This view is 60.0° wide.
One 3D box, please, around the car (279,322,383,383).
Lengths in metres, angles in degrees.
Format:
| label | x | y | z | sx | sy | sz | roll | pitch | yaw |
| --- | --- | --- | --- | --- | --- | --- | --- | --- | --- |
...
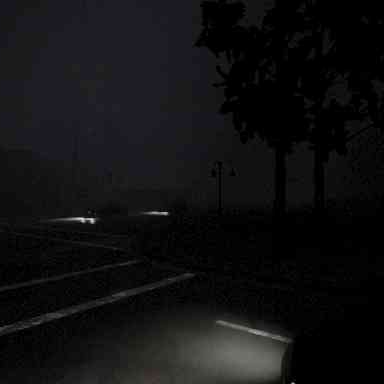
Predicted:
| label | x | y | z | sx | sy | sz | roll | pitch | yaw |
| --- | --- | --- | --- | --- | --- | --- | --- | --- | --- |
| car | 2.850 | 1.526 | 1.942 | 4.674 | 1.442 | 1.812 | 0 | 0 | 36 |

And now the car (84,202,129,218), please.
| label | x | y | z | sx | sy | sz | roll | pitch | yaw |
| --- | --- | --- | --- | --- | --- | --- | --- | --- | --- |
| car | -7.708 | 1.564 | 30.267 | 1.994 | 1.385 | 4.181 | 0 | 0 | 34 |

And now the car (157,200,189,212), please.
| label | x | y | z | sx | sy | sz | roll | pitch | yaw |
| --- | --- | --- | --- | --- | --- | --- | --- | --- | --- |
| car | -2.120 | 1.564 | 38.553 | 1.994 | 1.385 | 4.181 | 0 | 0 | 34 |
